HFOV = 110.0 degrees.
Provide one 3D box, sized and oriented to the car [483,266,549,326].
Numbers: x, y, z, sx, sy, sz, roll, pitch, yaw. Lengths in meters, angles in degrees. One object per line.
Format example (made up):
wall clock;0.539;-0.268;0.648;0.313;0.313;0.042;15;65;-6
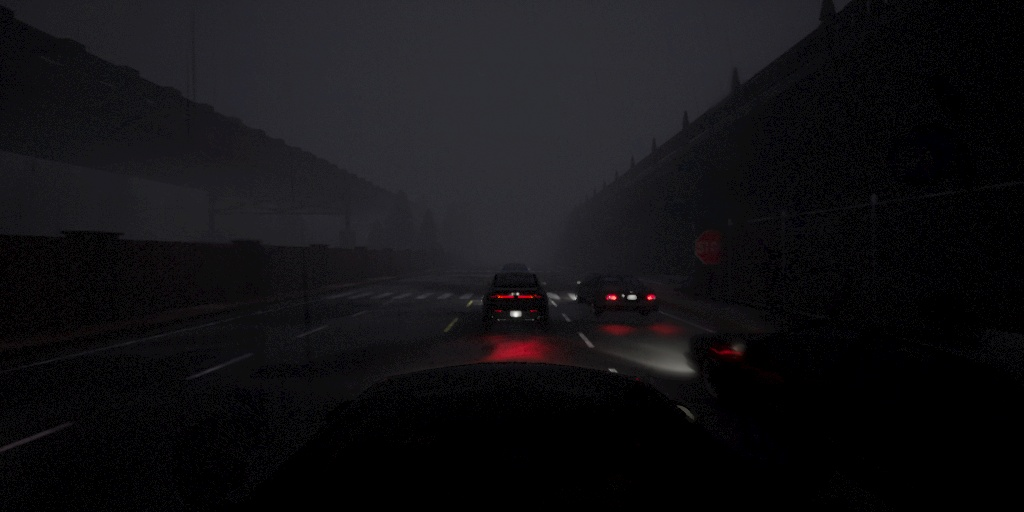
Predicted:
car;0.101;1.238;11.623;1.837;1.490;4.892;0;0;0

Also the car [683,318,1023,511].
car;3.597;1.295;3.196;2.033;1.411;5.357;0;0;1

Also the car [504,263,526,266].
car;0.188;1.193;23.330;1.882;1.535;5.008;0;0;1

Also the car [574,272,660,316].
car;3.601;1.279;13.268;2.033;1.411;5.357;0;0;0
